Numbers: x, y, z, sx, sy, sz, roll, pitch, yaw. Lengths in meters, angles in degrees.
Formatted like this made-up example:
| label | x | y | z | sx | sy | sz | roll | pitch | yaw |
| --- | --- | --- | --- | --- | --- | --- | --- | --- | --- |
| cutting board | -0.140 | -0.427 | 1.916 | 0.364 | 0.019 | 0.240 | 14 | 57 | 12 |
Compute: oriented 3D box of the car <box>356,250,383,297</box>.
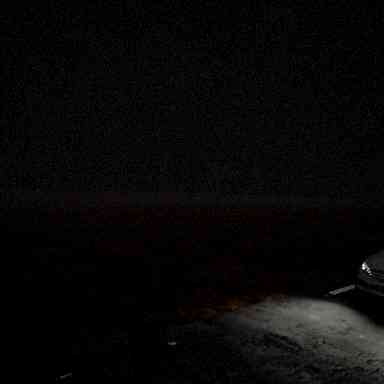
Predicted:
| label | x | y | z | sx | sy | sz | roll | pitch | yaw |
| --- | --- | --- | --- | --- | --- | --- | --- | --- | --- |
| car | 5.549 | 1.501 | 7.358 | 4.674 | 1.442 | 1.812 | 0 | 0 | -36 |

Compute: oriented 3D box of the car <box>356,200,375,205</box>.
| label | x | y | z | sx | sy | sz | roll | pitch | yaw |
| --- | --- | --- | --- | --- | --- | --- | --- | --- | --- |
| car | 43.811 | 2.627 | 84.253 | 1.895 | 1.301 | 4.718 | 3 | -1 | -16 |
